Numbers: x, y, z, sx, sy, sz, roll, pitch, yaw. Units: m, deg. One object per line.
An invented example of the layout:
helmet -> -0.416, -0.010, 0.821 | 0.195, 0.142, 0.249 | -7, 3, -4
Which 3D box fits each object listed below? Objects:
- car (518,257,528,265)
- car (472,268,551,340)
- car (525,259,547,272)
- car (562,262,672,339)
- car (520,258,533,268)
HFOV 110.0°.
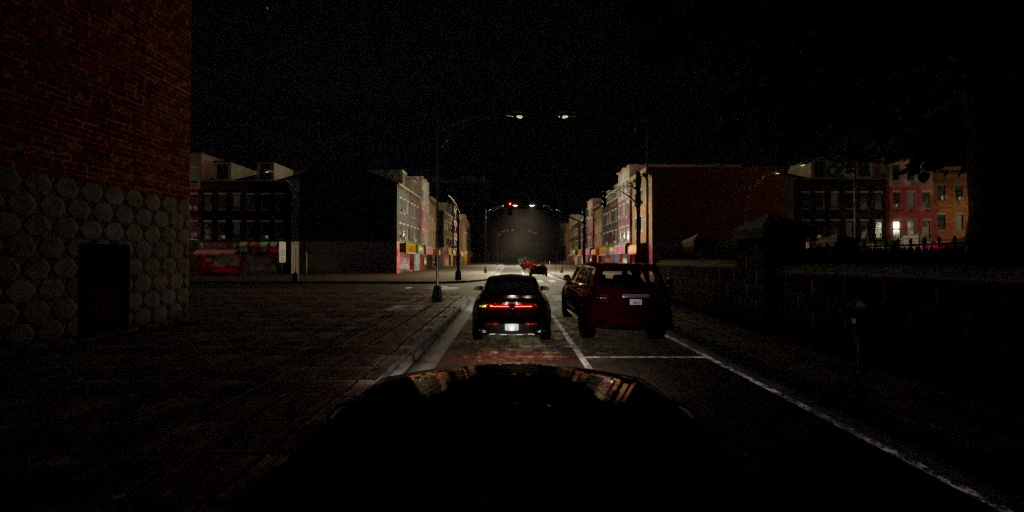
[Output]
car -> 2.576, 1.157, 58.214 | 2.192, 1.841, 5.009 | 0, 0, 0
car -> -0.009, 1.258, 9.995 | 1.837, 1.490, 4.892 | 0, 0, 0
car -> 2.600, 1.334, 36.465 | 1.888, 1.381, 4.507 | 0, 0, 0
car -> 2.629, 1.068, 10.036 | 2.192, 1.841, 5.009 | 0, 0, 0
car -> 2.582, 1.372, 52.777 | 1.888, 1.381, 4.507 | 0, 0, 0
